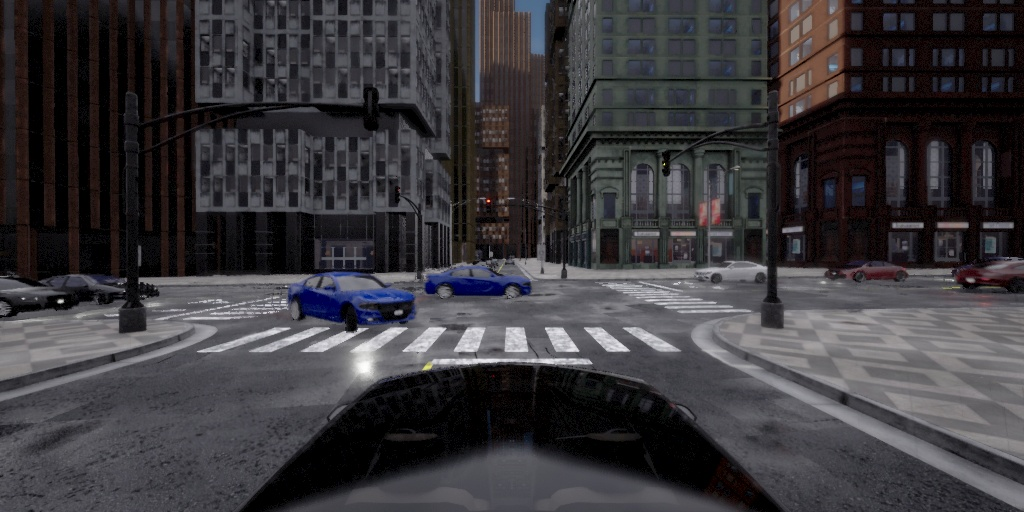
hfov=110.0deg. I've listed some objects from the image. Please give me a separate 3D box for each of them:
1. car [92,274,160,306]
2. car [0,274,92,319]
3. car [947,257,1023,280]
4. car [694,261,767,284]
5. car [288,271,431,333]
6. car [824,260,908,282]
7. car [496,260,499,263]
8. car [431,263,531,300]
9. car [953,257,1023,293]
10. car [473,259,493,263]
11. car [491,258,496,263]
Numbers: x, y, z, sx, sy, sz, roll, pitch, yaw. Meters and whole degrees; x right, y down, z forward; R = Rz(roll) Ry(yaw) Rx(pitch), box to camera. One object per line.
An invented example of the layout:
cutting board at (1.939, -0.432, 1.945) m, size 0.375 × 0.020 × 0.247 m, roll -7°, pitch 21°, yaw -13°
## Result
car at (-20.121, 1.555, 16.995) m, size 5.357 × 1.411 × 2.033 m, roll -1°, pitch 0°, yaw 0°
car at (-19.739, 1.523, 13.746) m, size 4.892 × 1.490 × 1.837 m, roll -1°, pitch 0°, yaw 0°
car at (32.378, 0.811, 23.840) m, size 4.674 × 1.442 × 1.812 m, roll -1°, pitch 0°, yaw -1°
car at (14.596, 1.037, 23.793) m, size 4.674 × 1.442 × 1.812 m, roll -1°, pitch 0°, yaw -1°
car at (-4.964, 1.230, 10.955) m, size 5.008 × 1.535 × 1.882 m, roll 0°, pitch -1°, yaw 37°
car at (23.418, 0.962, 23.818) m, size 4.181 × 1.385 × 1.994 m, roll -1°, pitch 0°, yaw 0°
car at (-3.403, 1.301, 55.747) m, size 1.895 × 1.301 × 4.718 m, roll 0°, pitch 0°, yaw 0°
car at (-1.591, 1.223, 17.059) m, size 5.008 × 1.535 × 1.882 m, roll 0°, pitch 0°, yaw 0°
car at (24.187, 0.947, 17.127) m, size 4.674 × 1.442 × 1.812 m, roll -1°, pitch 0°, yaw 0°
car at (-3.233, 1.237, 35.993) m, size 1.837 × 1.490 × 4.892 m, roll 0°, pitch 0°, yaw -1°
car at (-3.318, 1.223, 45.458) m, size 1.837 × 1.490 × 4.892 m, roll 0°, pitch 0°, yaw 0°
